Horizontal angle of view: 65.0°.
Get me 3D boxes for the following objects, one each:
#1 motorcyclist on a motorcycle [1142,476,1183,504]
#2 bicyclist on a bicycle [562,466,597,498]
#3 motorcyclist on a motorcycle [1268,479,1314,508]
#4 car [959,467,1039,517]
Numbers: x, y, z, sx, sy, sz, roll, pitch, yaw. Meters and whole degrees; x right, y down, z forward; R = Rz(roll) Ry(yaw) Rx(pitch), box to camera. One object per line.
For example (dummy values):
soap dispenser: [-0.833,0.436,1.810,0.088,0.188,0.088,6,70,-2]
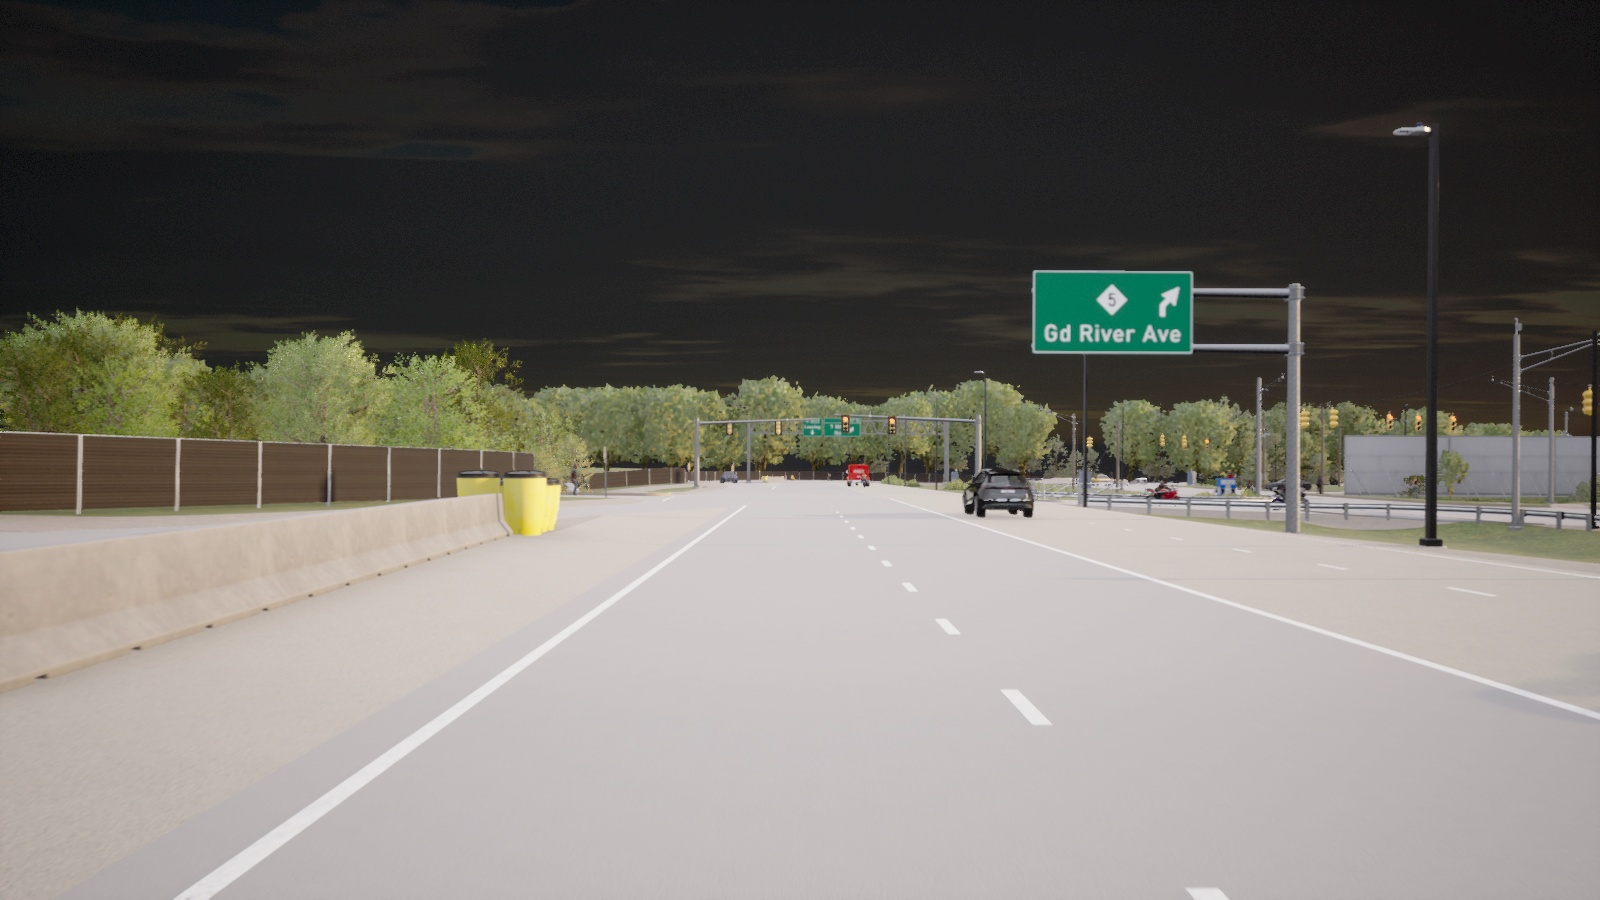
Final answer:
motorcyclist on a motorcycle: [20.320,2.232,70.379,2.044,1.523,0.797,1,-1,0]
bicyclist on a bicycle: [-12.333,1.785,70.227,1.843,1.776,0.659,0,-1,0]
motorcyclist on a motorcycle: [27.532,2.429,70.487,2.191,1.530,0.866,-1,-1,-2]
car: [6.894,1.421,43.981,2.033,1.649,4.856,0,-1,0]
